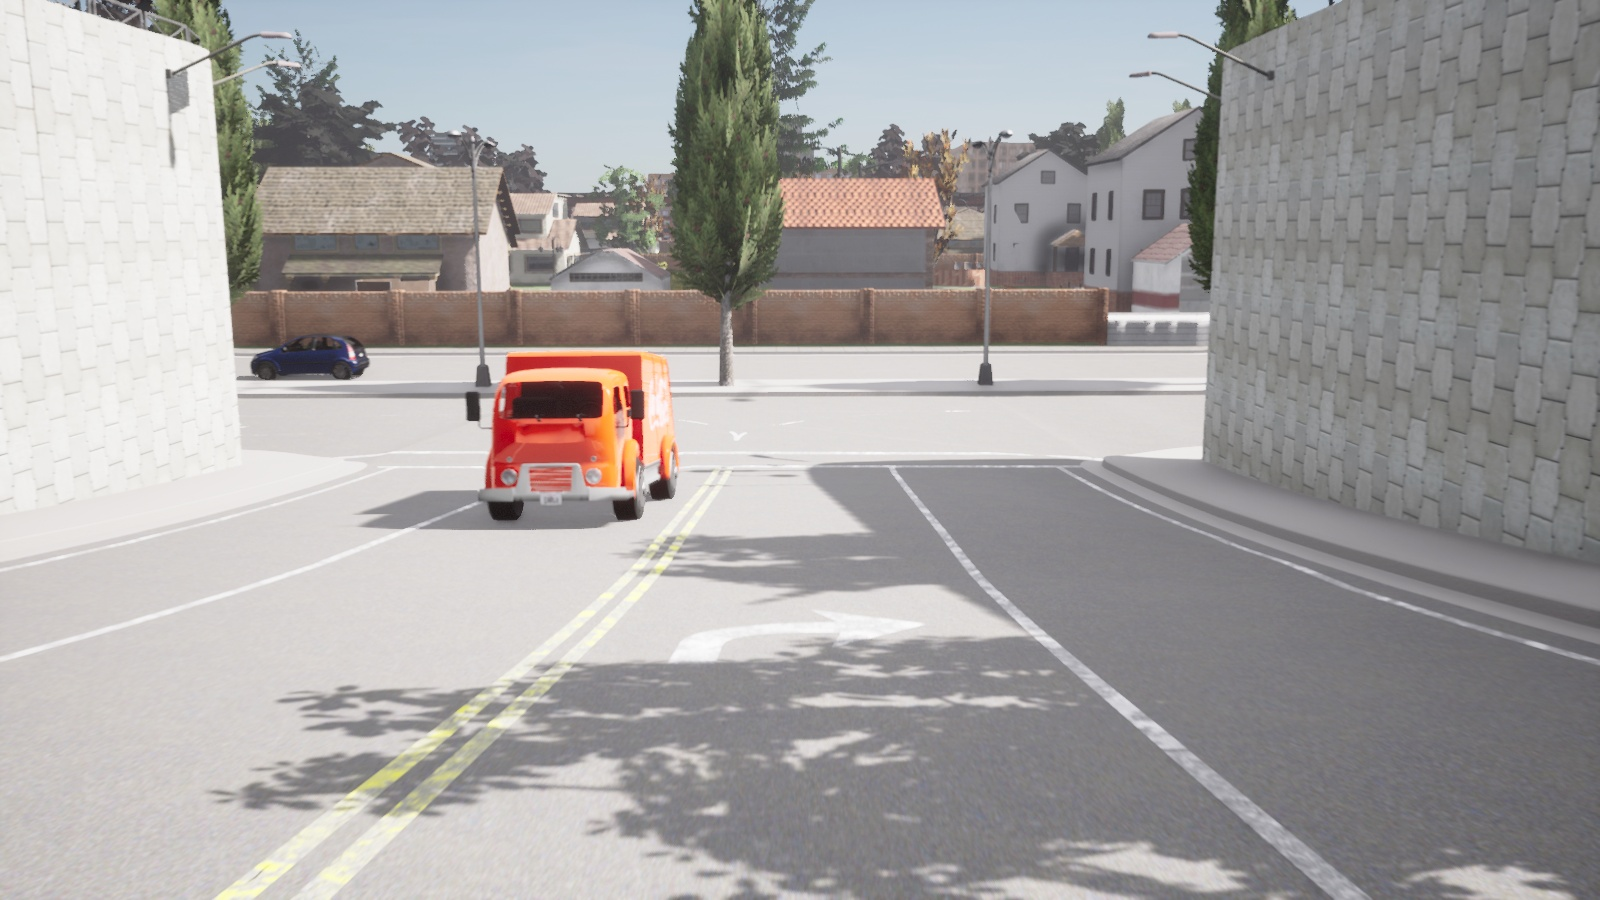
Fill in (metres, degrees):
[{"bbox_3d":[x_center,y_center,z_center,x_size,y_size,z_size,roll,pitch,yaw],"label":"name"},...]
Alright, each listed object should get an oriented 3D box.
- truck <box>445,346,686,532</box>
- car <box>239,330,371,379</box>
[{"bbox_3d":[-3.361,-0.288,19.344,2.627,2.467,5.204,0,3,1],"label":"truck"},{"bbox_3d":[-18.007,-3.511,45.820,3.988,1.617,1.851,0,10,-1],"label":"car"}]
